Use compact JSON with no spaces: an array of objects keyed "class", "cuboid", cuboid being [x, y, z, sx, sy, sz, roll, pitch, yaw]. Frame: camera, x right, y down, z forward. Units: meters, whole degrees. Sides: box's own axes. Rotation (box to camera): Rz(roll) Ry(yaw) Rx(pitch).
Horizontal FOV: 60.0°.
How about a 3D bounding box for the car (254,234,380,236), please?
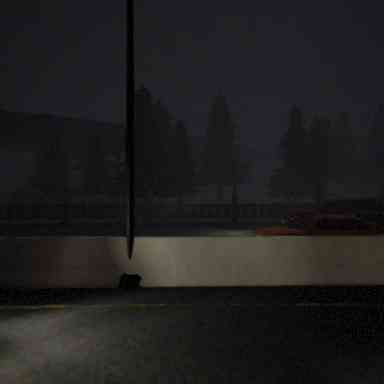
[{"class":"car","cuboid":[4.724,1.555,11.940,5.008,1.535,1.882,0,-1,2]}]
